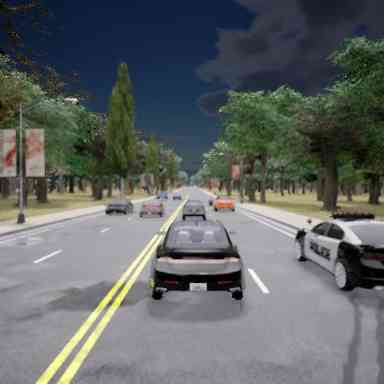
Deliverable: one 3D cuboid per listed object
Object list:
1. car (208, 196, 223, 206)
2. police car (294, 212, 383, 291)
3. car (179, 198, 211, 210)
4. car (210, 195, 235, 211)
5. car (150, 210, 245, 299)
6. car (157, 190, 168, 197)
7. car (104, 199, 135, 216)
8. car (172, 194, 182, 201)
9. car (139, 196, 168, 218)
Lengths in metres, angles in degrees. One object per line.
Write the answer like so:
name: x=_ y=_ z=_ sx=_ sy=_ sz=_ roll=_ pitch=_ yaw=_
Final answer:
car: x=3.361 y=1.309 z=47.680 sx=1.895 sy=1.301 sz=4.718 roll=0 pitch=0 yaw=1
police car: x=4.240 y=1.370 z=8.972 sx=1.930 sy=1.638 sz=5.238 roll=0 pitch=0 yaw=0
car: x=0.151 y=1.380 z=26.449 sx=2.033 sy=1.411 sz=5.357 roll=0 pitch=0 yaw=0
car: x=3.399 y=1.127 z=36.286 sx=2.097 sy=1.767 sz=4.553 roll=0 pitch=0 yaw=0
car: x=0.113 y=1.438 z=8.270 sx=2.128 sy=1.511 sz=4.902 roll=0 pitch=0 yaw=0
car: x=-6.355 y=0.647 z=72.343 sx=2.150 sy=2.045 sz=5.566 roll=0 pitch=0 yaw=0
car: x=-6.538 y=1.349 z=30.749 sx=2.033 sy=1.411 sz=5.357 roll=0 pitch=0 yaw=0
car: x=-3.111 y=1.114 z=69.531 sx=2.033 sy=1.411 sz=5.357 roll=0 pitch=0 yaw=0
car: x=-3.293 y=1.344 z=28.286 sx=1.812 sy=1.442 sz=4.674 roll=0 pitch=0 yaw=0
